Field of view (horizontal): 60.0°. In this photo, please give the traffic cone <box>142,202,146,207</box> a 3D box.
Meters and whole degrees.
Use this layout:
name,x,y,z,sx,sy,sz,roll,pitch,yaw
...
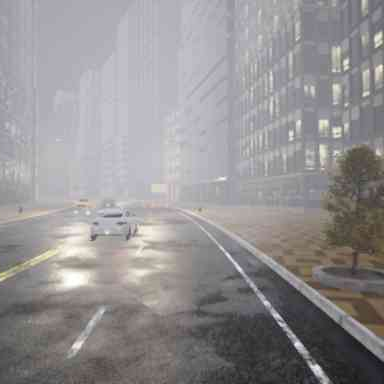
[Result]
name,x,y,z,sx,sy,sz,roll,pitch,yaw
traffic cone,-7.287,2.041,51.880,0.340,0.580,0.340,0,0,-12

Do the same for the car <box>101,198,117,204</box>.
name,x,y,z,sx,sy,sz,roll,pitch,yaw
car,-11.237,1.555,45.163,2.128,1.511,4.902,0,0,-11

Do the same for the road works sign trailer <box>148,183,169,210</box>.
name,x,y,z,sx,sy,sz,roll,pitch,yaw
road works sign trailer,-4.446,0.542,45.339,2.380,3.560,2.880,0,0,-12

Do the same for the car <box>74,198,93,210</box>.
name,x,y,z,sx,sy,sz,roll,pitch,yaw
car,-14.371,1.533,44.260,1.882,1.535,5.008,0,0,-11

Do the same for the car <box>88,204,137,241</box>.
name,x,y,z,sx,sy,sz,roll,pitch,yaw
car,-3.888,1.553,16.927,1.812,1.442,4.674,0,0,-4
